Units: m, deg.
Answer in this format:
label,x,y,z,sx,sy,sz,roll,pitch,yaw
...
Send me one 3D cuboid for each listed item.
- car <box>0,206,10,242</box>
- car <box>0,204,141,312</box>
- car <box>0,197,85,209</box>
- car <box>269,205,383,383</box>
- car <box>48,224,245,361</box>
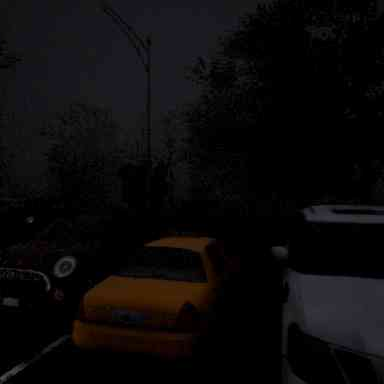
label,x,y,z,sx,sy,sz,roll,pitch,yaw
car,-9.904,1.376,12.955,2.231,1.521,4.892,1,0,14
car,-2.548,1.332,7.929,2.185,1.767,4.553,1,0,15
car,-4.996,1.179,9.565,2.435,2.045,5.566,1,0,15
car,2.306,1.237,4.449,2.435,2.045,5.566,1,0,15
car,-0.085,1.477,6.377,1.946,1.575,5.366,0,-1,15
